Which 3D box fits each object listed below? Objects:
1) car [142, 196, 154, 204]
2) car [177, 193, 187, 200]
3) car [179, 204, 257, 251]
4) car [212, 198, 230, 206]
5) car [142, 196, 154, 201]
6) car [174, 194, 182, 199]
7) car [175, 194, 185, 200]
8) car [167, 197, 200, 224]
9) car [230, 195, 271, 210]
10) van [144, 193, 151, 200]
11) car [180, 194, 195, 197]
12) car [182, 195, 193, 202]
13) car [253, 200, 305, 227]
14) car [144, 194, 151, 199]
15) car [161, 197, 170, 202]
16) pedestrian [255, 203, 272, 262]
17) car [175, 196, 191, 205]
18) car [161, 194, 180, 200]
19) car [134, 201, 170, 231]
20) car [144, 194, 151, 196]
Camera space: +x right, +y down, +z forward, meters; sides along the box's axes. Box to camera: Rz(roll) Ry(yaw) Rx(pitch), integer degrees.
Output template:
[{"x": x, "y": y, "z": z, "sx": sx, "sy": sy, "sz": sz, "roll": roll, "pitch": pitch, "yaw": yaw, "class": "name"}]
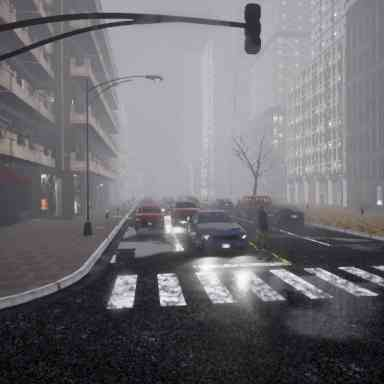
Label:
[{"x": -7.785, "y": 1.374, "z": 58.632, "sx": 1.947, "sy": 1.339, "sz": 4.313, "roll": 0, "pitch": 0, "yaw": -8, "class": "car"}, {"x": -2.445, "y": 1.145, "z": 81.647, "sx": 1.967, "sy": 1.590, "sz": 4.097, "roll": 0, "pitch": 0, "yaw": -8, "class": "car"}, {"x": 0.837, "y": 1.488, "z": 14.247, "sx": 2.033, "sy": 1.411, "sz": 5.357, "roll": 0, "pitch": 0, "yaw": -8, "class": "car"}, {"x": 3.486, "y": 1.393, "z": 37.864, "sx": 1.947, "sy": 1.339, "sz": 4.313, "roll": 0, "pitch": 0, "yaw": -8, "class": "car"}, {"x": -4.819, "y": 1.421, "z": 36.740, "sx": 1.887, "sy": 1.381, "sz": 4.507, "roll": 0, "pitch": 0, "yaw": -8, "class": "car"}, {"x": -3.928, "y": 1.232, "z": 92.594, "sx": 2.008, "sy": 1.369, "sz": 4.403, "roll": 0, "pitch": 0, "yaw": -8, "class": "car"}, {"x": -3.186, "y": 1.244, "z": 87.120, "sx": 2.008, "sy": 1.369, "sz": 4.403, "roll": 0, "pitch": 0, "yaw": -8, "class": "car"}, {"x": -0.500, "y": 1.382, "z": 24.131, "sx": 1.882, "sy": 1.535, "sz": 5.008, "roll": 0, "pitch": 0, "yaw": -8, "class": "car"}, {"x": 4.969, "y": 1.178, "z": 26.918, "sx": 2.192, "sy": 1.841, "sz": 5.009, "roll": 0, "pitch": 0, "yaw": -8, "class": "car"}, {"x": -11.492, "y": 1.083, "z": 85.996, "sx": 1.690, "sy": 1.788, "sz": 3.998, "roll": 0, "pitch": 0, "yaw": -8, "class": "van"}, {"x": -0.172, "y": 1.296, "z": 45.134, "sx": 1.882, "sy": 1.535, "sz": 5.008, "roll": 0, "pitch": 0, "yaw": -7, "class": "car"}, {"x": -0.963, "y": 1.296, "z": 70.702, "sx": 1.947, "sy": 1.339, "sz": 4.313, "roll": 0, "pitch": 0, "yaw": -8, "class": "car"}, {"x": 5.710, "y": 1.448, "z": 21.446, "sx": 1.947, "sy": 1.339, "sz": 4.313, "roll": 0, "pitch": 0, "yaw": -8, "class": "car"}, {"x": -12.233, "y": 1.275, "z": 91.470, "sx": 1.887, "sy": 1.381, "sz": 4.507, "roll": 0, "pitch": 0, "yaw": -8, "class": "car"}, {"x": -1.832, "y": 1.472, "z": 33.999, "sx": 1.895, "sy": 1.301, "sz": 4.718, "roll": 0, "pitch": 0, "yaw": -8, "class": "car"}, {"x": 2.199, "y": 1.244, "z": 10.454, "sx": 0.375, "sy": 1.860, "sz": 0.375, "roll": 0, "pitch": 0, "yaw": -8, "class": "pedestrian"}, {"x": -1.582, "y": 1.334, "z": 55.207, "sx": 2.033, "sy": 1.411, "sz": 5.357, "roll": 0, "pitch": 0, "yaw": -8, "class": "car"}, {"x": -3.188, "y": 1.329, "z": 44.310, "sx": 2.128, "sy": 1.511, "sz": 4.902, "roll": 0, "pitch": 0, "yaw": -7, "class": "car"}, {"x": -2.594, "y": 1.477, "z": 20.322, "sx": 1.887, "sy": 1.381, "sz": 4.507, "roll": 0, "pitch": 0, "yaw": -8, "class": "car"}, {"x": -6.278, "y": 1.367, "z": 47.517, "sx": 1.752, "sy": 1.417, "sz": 4.829, "roll": 0, "pitch": 0, "yaw": -8, "class": "car"}]
